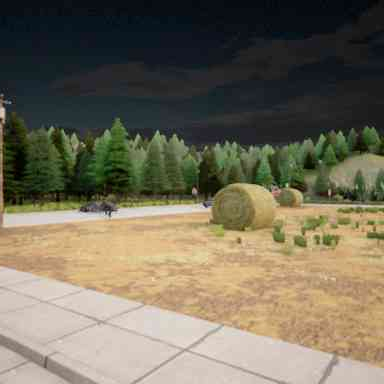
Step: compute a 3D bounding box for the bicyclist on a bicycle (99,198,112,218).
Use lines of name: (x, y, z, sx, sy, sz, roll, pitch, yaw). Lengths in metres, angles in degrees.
bicyclist on a bicycle: (-7.065, 1.338, 27.085, 1.656, 1.620, 0.582, 0, 0, 37)

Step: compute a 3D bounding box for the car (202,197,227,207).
car: (3.734, 1.567, 54.099, 1.812, 1.442, 4.674, 0, 0, 37)

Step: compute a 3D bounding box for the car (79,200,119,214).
car: (-9.948, 1.605, 35.764, 1.994, 1.385, 4.181, 0, 0, 37)

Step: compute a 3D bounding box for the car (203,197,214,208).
car: (3.498, 1.531, 47.824, 2.128, 1.511, 4.902, 0, 0, 37)
